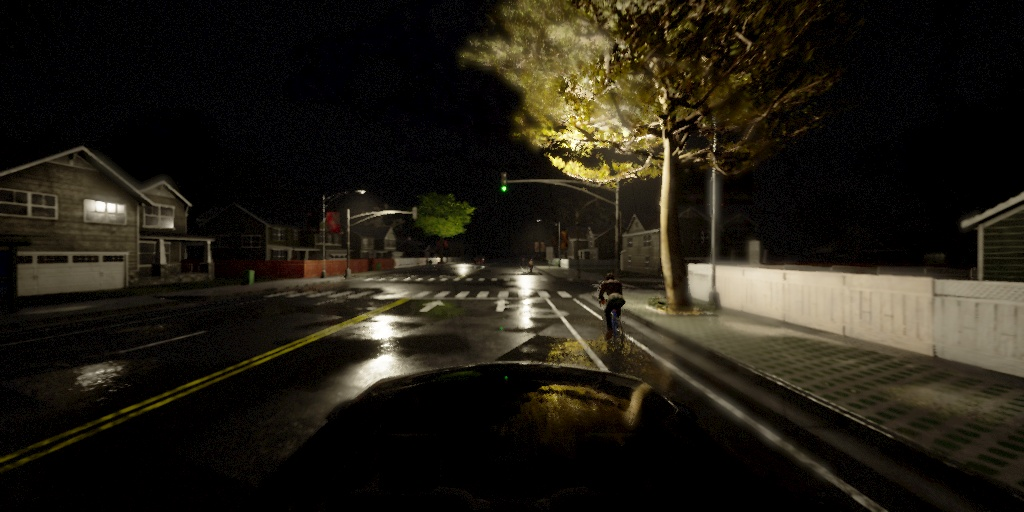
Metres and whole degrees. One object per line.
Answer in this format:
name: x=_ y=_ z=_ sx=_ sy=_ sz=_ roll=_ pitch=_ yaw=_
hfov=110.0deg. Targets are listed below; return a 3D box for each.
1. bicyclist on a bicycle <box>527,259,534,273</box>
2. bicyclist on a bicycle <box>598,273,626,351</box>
bicyclist on a bicycle: x=2.265 y=1.185 z=42.390 sx=0.866 sy=1.612 sz=1.509 roll=0 pitch=0 yaw=0
bicyclist on a bicycle: x=2.249 y=1.206 z=8.081 sx=0.582 sy=1.620 sz=1.656 roll=0 pitch=0 yaw=0
